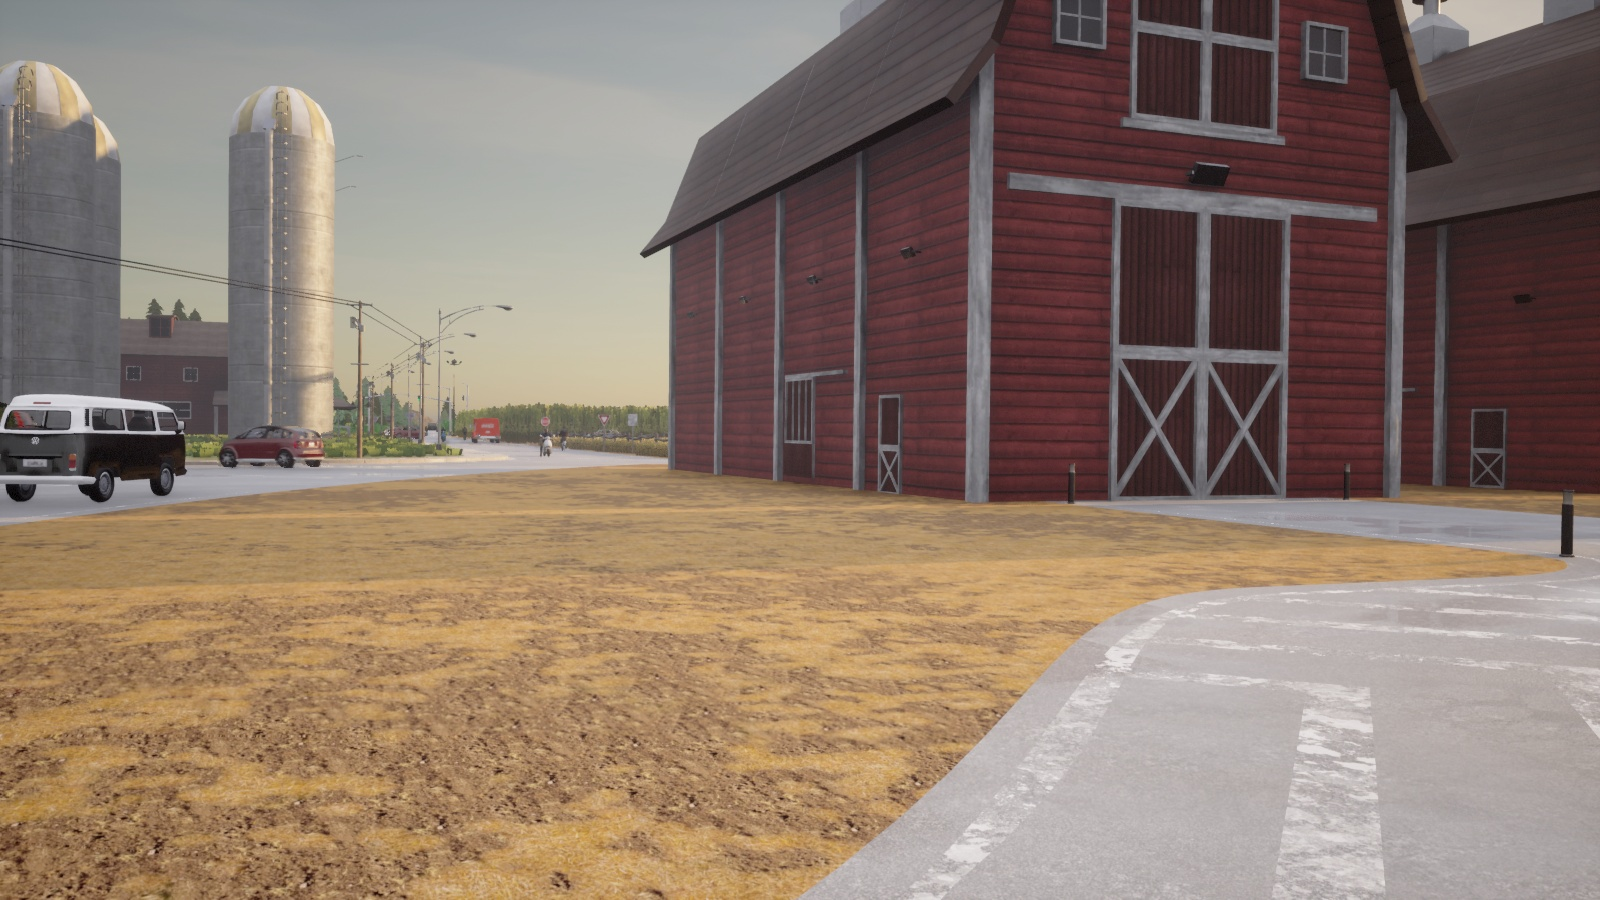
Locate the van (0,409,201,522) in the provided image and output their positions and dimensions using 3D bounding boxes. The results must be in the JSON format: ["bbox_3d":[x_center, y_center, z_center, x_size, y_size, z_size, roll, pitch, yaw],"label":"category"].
[{"bbox_3d":[-14.063,0.253,25.134,2.069,2.038,4.480,-1,1,-2],"label":"van"}]

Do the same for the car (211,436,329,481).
[{"bbox_3d":[-19.493,0.306,46.228,3.705,1.549,1.789,-1,1,17],"label":"car"}]

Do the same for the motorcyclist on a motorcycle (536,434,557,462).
[{"bbox_3d":[-14.397,-0.113,71.284,0.866,1.590,1.817,-1,1,-21],"label":"motorcyclist on a motorcycle"}]
